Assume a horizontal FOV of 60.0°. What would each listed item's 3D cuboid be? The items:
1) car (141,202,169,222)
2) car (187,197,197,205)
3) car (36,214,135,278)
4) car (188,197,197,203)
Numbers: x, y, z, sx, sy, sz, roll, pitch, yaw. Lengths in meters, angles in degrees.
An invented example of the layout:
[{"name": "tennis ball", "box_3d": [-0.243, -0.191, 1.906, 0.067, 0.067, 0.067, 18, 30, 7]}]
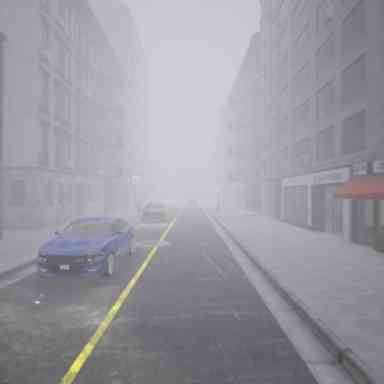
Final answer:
[{"name": "car", "box_3d": [-3.048, 1.610, 27.996, 1.882, 1.535, 5.008, 0, -1, 0]}, {"name": "car", "box_3d": [0.010, 1.873, 65.588, 1.994, 1.385, 4.181, 0, 0, 0]}, {"name": "car", "box_3d": [-3.080, 1.528, 10.576, 1.882, 1.535, 5.008, 0, 1, 0]}, {"name": "car", "box_3d": [0.012, 1.798, 75.657, 1.994, 1.385, 4.181, 0, 0, 0]}]
